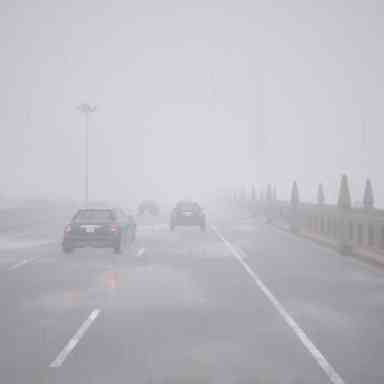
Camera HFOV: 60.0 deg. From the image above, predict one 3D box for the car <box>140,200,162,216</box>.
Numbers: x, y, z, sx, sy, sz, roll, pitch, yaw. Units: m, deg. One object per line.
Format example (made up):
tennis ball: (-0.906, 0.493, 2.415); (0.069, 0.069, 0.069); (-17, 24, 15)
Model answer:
car: (-4.071, 1.507, 31.940); (1.837, 1.490, 4.892); (0, 0, -1)

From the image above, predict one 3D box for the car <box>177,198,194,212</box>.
car: (-0.771, 1.479, 39.196); (1.882, 1.535, 5.008); (0, 0, -2)

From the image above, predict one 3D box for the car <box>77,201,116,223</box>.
car: (-7.429, 1.508, 26.409); (1.837, 1.490, 4.892); (0, 0, -1)

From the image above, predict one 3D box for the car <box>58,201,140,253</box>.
car: (-3.618, 1.354, 13.777); (2.097, 1.767, 4.553); (0, 0, -1)

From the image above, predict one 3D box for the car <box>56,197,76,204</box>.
car: (-18.637, 1.487, 49.160); (1.882, 1.535, 5.008); (0, 0, -1)

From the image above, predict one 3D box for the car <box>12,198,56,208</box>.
car: (-14.714, 1.358, 30.695); (2.097, 1.767, 4.553); (0, 0, -1)

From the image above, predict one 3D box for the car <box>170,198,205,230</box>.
car: (-0.298, 1.353, 21.321); (2.097, 1.767, 4.553); (0, 0, -1)
